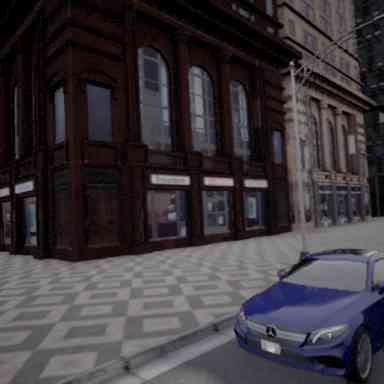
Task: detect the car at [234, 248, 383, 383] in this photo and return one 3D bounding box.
[{"bbox_3d":[2.736,1.813,6.009,4.674,1.442,1.812,1,-5,-43],"label":"car"}]
